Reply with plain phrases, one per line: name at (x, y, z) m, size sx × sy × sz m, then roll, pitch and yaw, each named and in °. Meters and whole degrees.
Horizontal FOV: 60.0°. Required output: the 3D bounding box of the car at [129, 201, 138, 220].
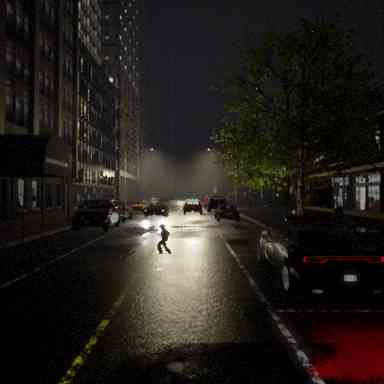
car at (-5.673, 1.523, 25.855) m, size 1.752 × 1.417 × 4.829 m, roll 1°, pitch 0°, yaw 0°

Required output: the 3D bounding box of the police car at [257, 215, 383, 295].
police car at (3.002, 1.427, 8.886) m, size 1.930 × 1.638 × 5.238 m, roll 0°, pitch 0°, yaw 0°

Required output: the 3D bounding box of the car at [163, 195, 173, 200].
car at (-5.664, 1.525, 70.393) m, size 1.947 × 1.339 × 4.313 m, roll 1°, pitch 0°, yaw 0°

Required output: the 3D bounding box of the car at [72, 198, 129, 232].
car at (-5.671, 1.314, 20.479) m, size 2.192 × 1.841 × 5.009 m, roll 1°, pitch 0°, yaw 0°

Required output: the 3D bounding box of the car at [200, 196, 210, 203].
car at (2.716, 1.525, 70.394) m, size 1.947 × 1.339 × 4.313 m, roll 1°, pitch 0°, yaw 0°

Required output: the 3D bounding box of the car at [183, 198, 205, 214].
car at (0.090, 1.594, 34.772) m, size 1.895 × 1.301 × 4.718 m, roll 0°, pitch 0°, yaw 0°

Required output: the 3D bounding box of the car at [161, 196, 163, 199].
car at (-5.669, 1.510, 48.040) m, size 1.752 × 1.417 × 4.829 m, roll 1°, pitch 0°, yaw 0°

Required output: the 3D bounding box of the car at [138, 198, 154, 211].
car at (-5.671, 1.517, 36.947) m, size 1.752 × 1.417 × 4.829 m, roll 1°, pitch 0°, yaw 0°

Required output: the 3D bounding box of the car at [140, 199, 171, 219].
car at (-3.094, 1.597, 29.503) m, size 1.895 × 1.301 × 4.718 m, roll 0°, pitch 0°, yaw 0°

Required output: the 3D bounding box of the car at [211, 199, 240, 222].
car at (2.707, 1.523, 26.195) m, size 1.752 × 1.417 × 4.829 m, roll 1°, pitch 0°, yaw 0°

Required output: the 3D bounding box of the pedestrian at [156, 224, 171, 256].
pedestrian at (-0.962, 1.675, 11.626) m, size 0.500 × 1.100 × 0.500 m, roll 1°, pitch -1°, yaw -4°

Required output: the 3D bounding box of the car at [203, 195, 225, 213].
car at (2.712, 1.307, 37.118) m, size 2.192 × 1.841 × 5.009 m, roll 1°, pitch 0°, yaw 0°

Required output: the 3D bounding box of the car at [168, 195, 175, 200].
car at (-5.660, 1.506, 92.576) m, size 1.802 × 1.307 × 4.206 m, roll 1°, pitch 0°, yaw 0°

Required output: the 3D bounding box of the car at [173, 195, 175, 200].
car at (-5.661, 1.499, 87.030) m, size 1.947 × 1.339 × 4.313 m, roll 1°, pitch 0°, yaw 0°
